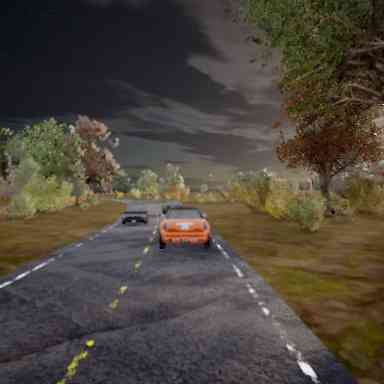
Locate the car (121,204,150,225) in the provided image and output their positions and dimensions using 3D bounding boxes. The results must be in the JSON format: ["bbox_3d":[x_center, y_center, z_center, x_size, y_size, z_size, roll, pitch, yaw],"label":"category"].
[{"bbox_3d":[-4.190,1.659,25.334,2.033,1.411,5.357,0,0,-5],"label":"car"}]

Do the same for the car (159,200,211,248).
[{"bbox_3d":[-0.376,1.416,15.224,2.097,1.767,4.553,0,0,-3],"label":"car"}]
